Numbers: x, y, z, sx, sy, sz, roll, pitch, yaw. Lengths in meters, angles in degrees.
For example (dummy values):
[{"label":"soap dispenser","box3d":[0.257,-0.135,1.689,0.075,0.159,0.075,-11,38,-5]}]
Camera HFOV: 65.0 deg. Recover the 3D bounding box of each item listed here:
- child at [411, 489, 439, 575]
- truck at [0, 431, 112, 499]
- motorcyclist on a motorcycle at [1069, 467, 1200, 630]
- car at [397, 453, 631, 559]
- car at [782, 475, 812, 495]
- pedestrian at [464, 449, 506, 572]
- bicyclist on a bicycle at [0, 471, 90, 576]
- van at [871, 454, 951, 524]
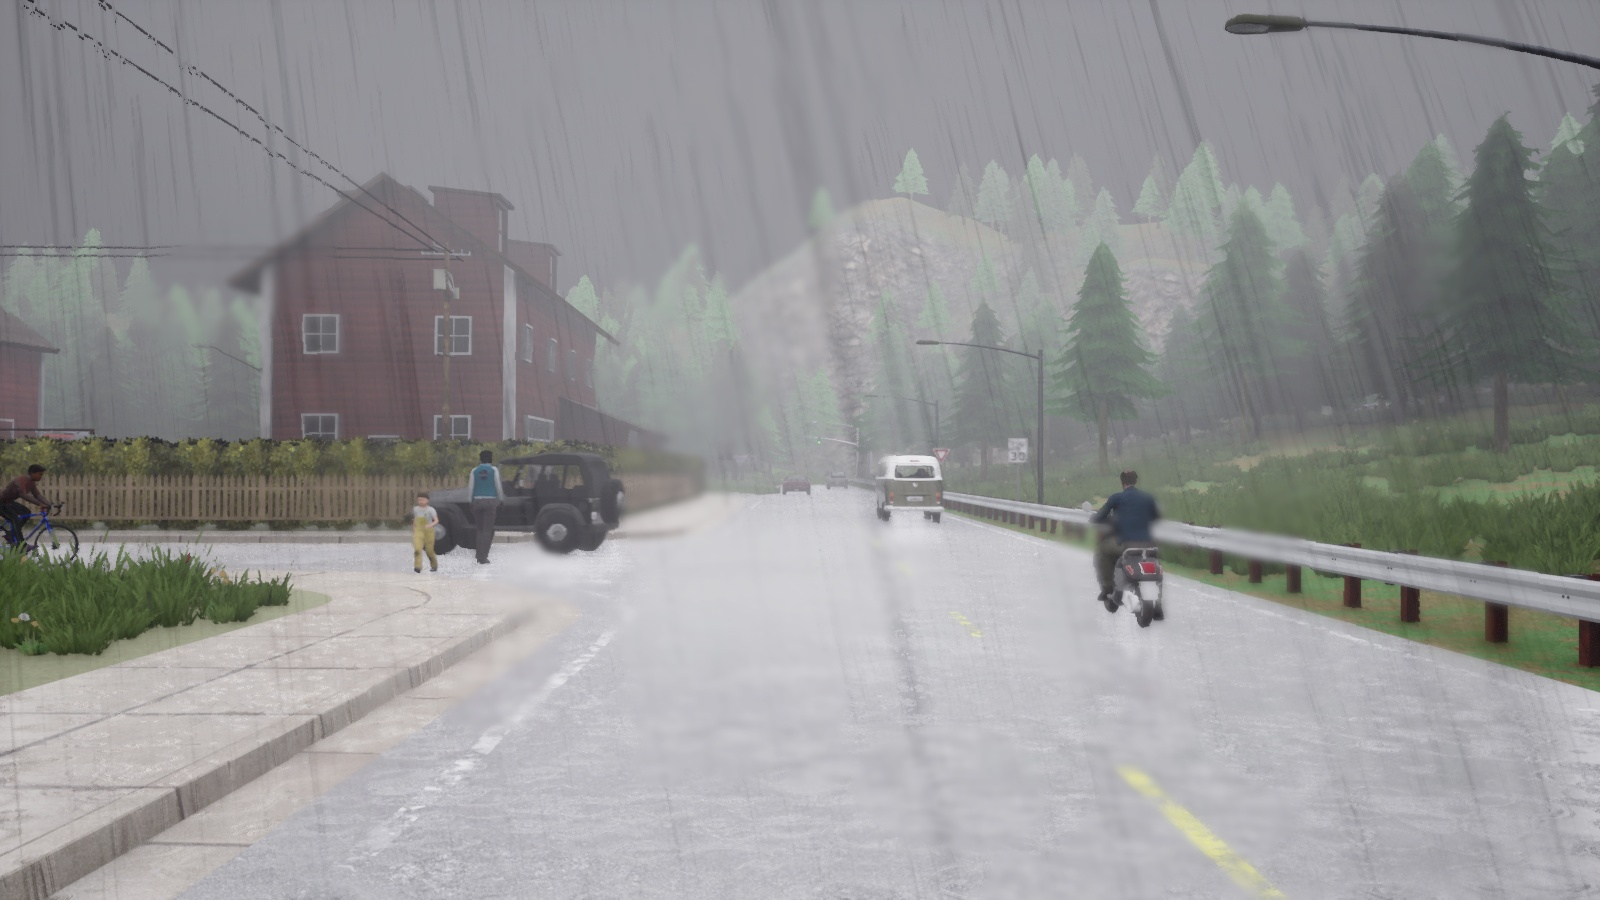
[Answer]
[{"label":"child","box3d":[-5.580,1.216,18.699,0.270,1.263,0.437,0,-1,2]},{"label":"truck","box3d":[-44.727,0.902,72.419,8.468,3.827,2.891,0,-1,0]},{"label":"motorcyclist on a motorcycle","box3d":[3.466,0.975,13.195,0.866,1.590,1.817,0,-1,0]},{"label":"car","box3d":[-5.295,1.026,23.535,3.866,1.878,1.905,0,-1,7]},{"label":"car","box3d":[-0.206,2.308,83.129,1.895,1.301,4.718,0,-1,0]},{"label":"pedestrian","box3d":[-5.053,0.958,20.189,0.396,1.930,0.692,0,-1,12]},{"label":"bicyclist on a bicycle","box3d":[-12.237,1.149,19.857,1.656,1.620,0.582,0,-1,-6]},{"label":"van","box3d":[3.402,1.182,39.251,2.069,2.038,4.480,0,-1,0]}]
